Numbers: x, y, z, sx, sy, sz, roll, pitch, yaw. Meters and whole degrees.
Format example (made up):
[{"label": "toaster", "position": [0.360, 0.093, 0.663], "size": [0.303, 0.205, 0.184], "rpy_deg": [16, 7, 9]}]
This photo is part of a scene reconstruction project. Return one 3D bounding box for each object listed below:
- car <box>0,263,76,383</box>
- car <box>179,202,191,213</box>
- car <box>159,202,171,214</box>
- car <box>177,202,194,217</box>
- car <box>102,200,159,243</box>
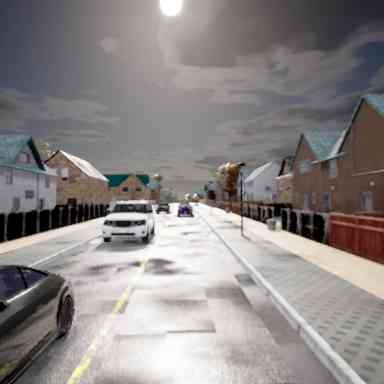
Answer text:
[{"label": "car", "position": [-2.955, 1.620, 3.969], "size": [1.994, 1.385, 4.181], "rpy_deg": [0, -1, 0]}, {"label": "car", "position": [-1.018, 2.270, 49.120], "size": [1.812, 1.442, 4.674], "rpy_deg": [0, -1, -1]}, {"label": "car", "position": [-3.874, 2.187, 45.278], "size": [1.837, 1.490, 4.892], "rpy_deg": [0, -1, -1]}, {"label": "car", "position": [-0.780, 2.102, 39.080], "size": [1.812, 1.442, 4.674], "rpy_deg": [0, -1, -1]}, {"label": "car", "position": [-3.238, 1.471, 18.044], "size": [2.150, 2.045, 5.566], "rpy_deg": [0, -1, -1]}]
